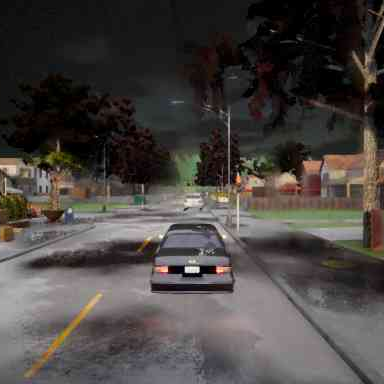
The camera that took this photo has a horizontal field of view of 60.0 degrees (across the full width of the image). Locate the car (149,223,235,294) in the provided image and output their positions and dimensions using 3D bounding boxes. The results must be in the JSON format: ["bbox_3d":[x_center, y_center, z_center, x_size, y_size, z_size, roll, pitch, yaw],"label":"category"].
[{"bbox_3d":[0.016,1.547,8.935,2.033,1.411,5.357,0,0,0],"label":"car"}]

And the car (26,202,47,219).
[{"bbox_3d":[-14.637,1.352,28.063,4.553,1.767,2.097,0,0,-1],"label":"car"}]

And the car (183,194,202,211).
[{"bbox_3d":[0.106,1.221,41.025,2.150,2.045,5.566,0,0,0],"label":"car"}]
